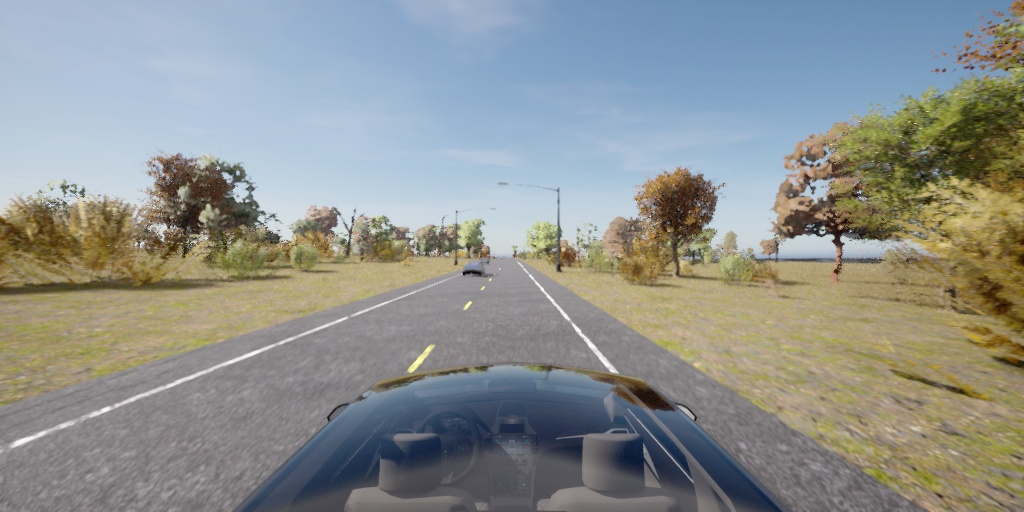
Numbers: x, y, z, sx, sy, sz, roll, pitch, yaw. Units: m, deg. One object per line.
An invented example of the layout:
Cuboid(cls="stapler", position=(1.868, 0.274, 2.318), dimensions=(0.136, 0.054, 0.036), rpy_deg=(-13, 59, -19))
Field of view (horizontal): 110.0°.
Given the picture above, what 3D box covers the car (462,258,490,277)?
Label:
Cuboid(cls="car", position=(-3.589, 1.195, 34.295), dimensions=(2.033, 1.411, 5.357), rpy_deg=(0, 0, 0))
